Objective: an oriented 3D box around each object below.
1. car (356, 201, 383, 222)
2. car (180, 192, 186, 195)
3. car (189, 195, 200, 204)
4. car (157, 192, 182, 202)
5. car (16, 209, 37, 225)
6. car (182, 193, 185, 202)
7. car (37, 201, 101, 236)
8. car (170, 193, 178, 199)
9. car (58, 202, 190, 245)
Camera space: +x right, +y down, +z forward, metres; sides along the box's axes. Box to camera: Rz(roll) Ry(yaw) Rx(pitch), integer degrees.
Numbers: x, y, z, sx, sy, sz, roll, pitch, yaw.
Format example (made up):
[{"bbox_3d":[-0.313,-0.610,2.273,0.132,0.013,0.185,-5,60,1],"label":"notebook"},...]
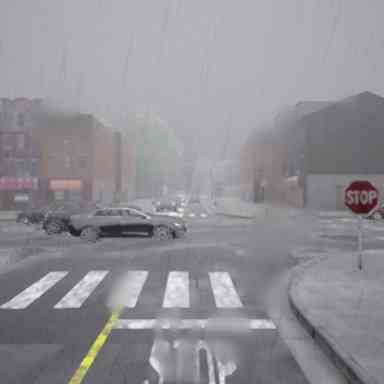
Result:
[{"bbox_3d":[14.468,1.292,24.055,5.008,1.535,1.882,-1,-1,0],"label":"car"},{"bbox_3d":[-2.428,0.925,63.365,2.150,2.045,5.566,0,0,0],"label":"car"},{"bbox_3d":[0.428,1.278,57.407,2.033,1.411,5.357,0,0,0],"label":"car"},{"bbox_3d":[-2.602,1.187,36.047,2.097,1.767,4.553,0,0,2],"label":"car"},{"bbox_3d":[-9.945,1.538,23.841,5.008,1.535,1.882,-1,-1,0],"label":"car"},{"bbox_3d":[-2.509,1.277,46.180,2.128,1.511,4.902,0,0,0],"label":"car"},{"bbox_3d":[-5.140,1.267,17.196,4.553,1.767,2.097,0,-1,0],"label":"car"},{"bbox_3d":[-5.175,1.127,93.622,2.008,1.369,4.403,1,0,0],"label":"car"},{"bbox_3d":[-2.660,1.326,13.962,4.902,1.511,2.128,-1,-1,0],"label":"car"}]
